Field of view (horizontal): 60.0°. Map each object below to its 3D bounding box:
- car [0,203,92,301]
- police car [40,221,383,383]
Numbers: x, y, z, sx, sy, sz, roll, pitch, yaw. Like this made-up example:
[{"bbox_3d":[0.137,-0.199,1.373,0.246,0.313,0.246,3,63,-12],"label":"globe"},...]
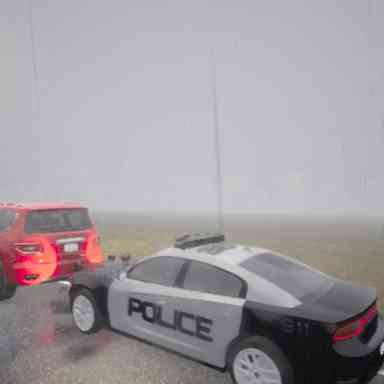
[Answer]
[{"bbox_3d":[-4.718,1.293,8.735,5.566,2.045,2.150,0,-1,37],"label":"car"},{"bbox_3d":[-0.002,1.480,5.189,5.238,1.638,1.930,0,-1,37],"label":"police car"}]
